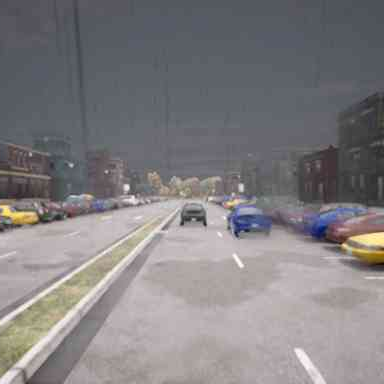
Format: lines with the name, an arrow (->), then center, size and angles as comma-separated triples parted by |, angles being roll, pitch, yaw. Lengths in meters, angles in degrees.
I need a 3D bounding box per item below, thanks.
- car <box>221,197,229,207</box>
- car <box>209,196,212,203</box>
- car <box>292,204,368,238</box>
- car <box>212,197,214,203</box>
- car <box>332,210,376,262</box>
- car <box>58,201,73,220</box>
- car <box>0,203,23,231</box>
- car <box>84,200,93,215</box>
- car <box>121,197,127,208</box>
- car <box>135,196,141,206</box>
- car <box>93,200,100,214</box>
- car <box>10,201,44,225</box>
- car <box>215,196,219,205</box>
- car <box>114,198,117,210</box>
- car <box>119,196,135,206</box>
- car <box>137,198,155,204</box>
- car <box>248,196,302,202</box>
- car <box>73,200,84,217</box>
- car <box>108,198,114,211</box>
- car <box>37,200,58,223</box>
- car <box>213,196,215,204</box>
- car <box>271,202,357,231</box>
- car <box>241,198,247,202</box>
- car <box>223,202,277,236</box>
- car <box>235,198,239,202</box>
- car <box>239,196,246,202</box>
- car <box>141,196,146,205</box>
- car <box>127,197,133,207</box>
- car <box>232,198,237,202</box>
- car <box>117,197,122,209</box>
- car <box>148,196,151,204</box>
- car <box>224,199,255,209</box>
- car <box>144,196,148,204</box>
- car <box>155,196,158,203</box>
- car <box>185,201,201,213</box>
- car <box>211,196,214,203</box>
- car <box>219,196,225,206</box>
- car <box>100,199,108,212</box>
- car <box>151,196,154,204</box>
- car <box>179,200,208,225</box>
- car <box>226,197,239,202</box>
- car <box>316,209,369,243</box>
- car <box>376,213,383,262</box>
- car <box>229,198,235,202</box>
car -> 7.466, 1.833, 48.727 | 5.366, 1.575, 1.946 | 0, -1, 0
car -> 7.571, 2.074, 81.820 | 5.566, 2.045, 2.435 | 0, -1, 0
car -> 7.638, 1.511, 15.642 | 5.008, 1.535, 2.097 | 0, 0, 0
car -> 7.606, 2.279, 76.430 | 4.674, 1.452, 2.002 | 0, -1, 0
car -> 7.457, 1.473, 10.130 | 5.366, 1.575, 1.946 | 0, 0, 0
car -> -12.728, 1.639, 27.116 | 4.792, 1.488, 2.163 | 0, -1, 0
car -> -12.781, 1.536, 18.903 | 4.892, 1.521, 2.231 | 0, -1, 0
car -> -12.739, 1.666, 32.674 | 4.892, 1.521, 2.231 | 0, -1, 0
car -> -12.717, 1.851, 49.347 | 4.892, 1.521, 2.231 | 0, -1, 0
car -> -12.714, 1.743, 60.589 | 5.566, 2.045, 2.435 | 0, -1, 0
car -> -12.769, 1.722, 35.451 | 4.792, 1.488, 2.163 | 0, -1, 0
car -> -12.955, 1.556, 21.683 | 5.366, 1.575, 1.946 | 0, -1, 0
car -> 7.604, 1.770, 62.520 | 5.566, 2.045, 2.435 | 0, -1, 0
car -> -12.719, 1.825, 43.789 | 4.674, 1.452, 2.002 | 0, -1, 0
car -> -12.724, 1.831, 57.775 | 4.553, 1.767, 2.185 | 0, -1, 0
car -> -12.627, 2.465, 91.148 | 4.792, 1.488, 2.163 | 0, -1, 0
car -> 7.675, 1.352, 26.674 | 5.566, 2.045, 2.435 | 0, -1, 0
car -> -12.757, 1.636, 29.894 | 5.008, 1.535, 2.097 | 0, -1, 0
car -> -12.734, 1.755, 41.135 | 4.892, 1.521, 2.231 | 0, -1, 0
car -> -12.736, 1.458, 24.346 | 4.553, 1.767, 2.185 | 0, -1, 0
car -> 7.613, 2.148, 70.787 | 5.008, 1.535, 2.097 | 0, -1, 0
car -> 7.674, 1.586, 21.157 | 4.792, 1.488, 2.163 | 0, 0, 0
car -> 7.642, 1.654, 32.185 | 5.008, 1.535, 2.097 | 0, -1, 0
car -> 3.105, 1.535, 18.908 | 1.882, 1.535, 5.008 | 0, 0, 0
car -> 7.678, 1.739, 37.699 | 4.792, 1.488, 2.163 | 0, -1, 0
car -> 7.617, 1.556, 34.944 | 4.553, 1.767, 2.185 | 0, -1, 0
car -> -12.638, 2.141, 68.922 | 4.792, 1.488, 2.163 | 0, -1, 0
car -> -12.695, 1.960, 54.903 | 4.674, 1.452, 2.002 | 0, -1, 0
car -> 7.647, 1.780, 40.493 | 4.674, 1.452, 2.002 | 0, -1, 0
car -> -12.745, 1.847, 46.568 | 4.792, 1.488, 2.163 | 0, -1, 0
car -> -12.655, 2.232, 77.135 | 5.008, 1.535, 2.097 | 0, -1, 0
car -> 7.676, 1.936, 54.246 | 4.792, 1.488, 2.163 | 0, -1, 0
car -> -12.847, 2.149, 71.703 | 5.366, 1.575, 1.946 | 0, -1, 0
car -> -12.625, 2.145, 88.372 | 5.566, 2.045, 2.435 | 0, -1, 0
car -> 0.109, 1.881, 42.312 | 1.895, 1.301, 4.718 | 0, -1, 0
car -> 7.572, 2.156, 79.060 | 4.553, 1.767, 2.185 | 0, -1, 0
car -> 7.827, 1.940, 57.004 | 5.366, 1.575, 1.946 | 0, -1, 0
car -> -12.728, 1.724, 38.356 | 5.008, 1.535, 2.097 | 0, -1, 0
car -> -12.654, 2.315, 82.810 | 5.008, 1.535, 2.097 | 0, -1, 0
car -> 0.106, 1.615, 24.977 | 1.837, 1.490, 4.892 | 0, 0, 0
car -> 7.621, 1.832, 45.969 | 4.792, 1.488, 2.163 | 0, -1, 0
car -> 7.641, 1.532, 12.887 | 4.674, 1.452, 2.002 | 0, 0, 0
car -> 7.614, 1.218, 7.378 | 5.566, 2.045, 2.435 | 0, 0, 0
car -> 7.621, 1.800, 43.214 | 4.792, 1.488, 2.163 | 0, -1, 0
